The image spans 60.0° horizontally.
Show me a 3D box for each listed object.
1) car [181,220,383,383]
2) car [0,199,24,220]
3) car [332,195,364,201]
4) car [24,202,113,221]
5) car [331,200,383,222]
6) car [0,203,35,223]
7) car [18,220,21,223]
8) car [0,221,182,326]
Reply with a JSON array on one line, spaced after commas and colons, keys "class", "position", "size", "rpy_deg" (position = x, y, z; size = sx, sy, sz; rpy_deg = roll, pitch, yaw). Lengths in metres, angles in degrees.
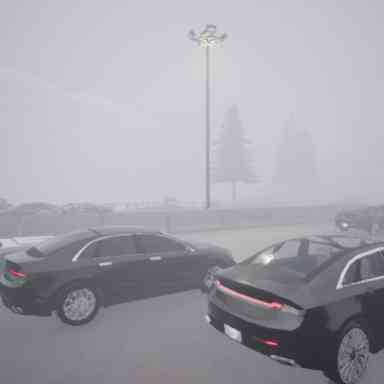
[{"class": "car", "position": [2.512, 1.457, 5.311], "size": [4.902, 1.511, 2.128], "rpy_deg": [0, 0, -33]}, {"class": "car", "position": [-10.777, 1.425, 21.908], "size": [4.892, 1.490, 1.837], "rpy_deg": [0, 0, -34]}, {"class": "car", "position": [21.777, 1.203, 46.446], "size": [4.892, 1.490, 1.837], "rpy_deg": [0, 0, -20]}, {"class": "car", "position": [-7.166, 1.410, 20.102], "size": [4.902, 1.511, 2.128], "rpy_deg": [0, 0, -33]}, {"class": "car", "position": [9.760, 1.384, 17.772], "size": [4.892, 1.490, 1.837], "rpy_deg": [0, 0, -29]}, {"class": "car", "position": [-14.050, 1.521, 23.946], "size": [4.718, 1.301, 1.895], "rpy_deg": [0, 0, -34]}, {"class": "car", "position": [-5.468, 1.574, 8.376], "size": [4.718, 1.301, 1.895], "rpy_deg": [0, 0, -35]}, {"class": "car", "position": [-1.225, 1.472, 7.027], "size": [4.892, 1.490, 1.837], "rpy_deg": [0, 0, -35]}]
